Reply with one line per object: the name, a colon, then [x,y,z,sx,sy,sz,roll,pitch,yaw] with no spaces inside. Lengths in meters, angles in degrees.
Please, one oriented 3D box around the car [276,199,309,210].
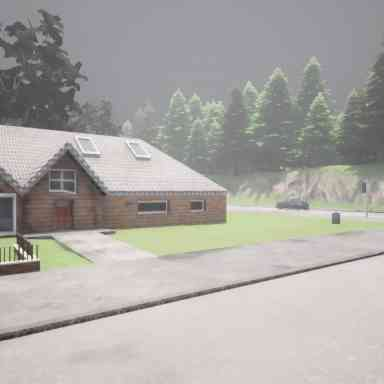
car: [12.753,1.564,42.340,1.994,1.385,4.181,0,0,-35]
